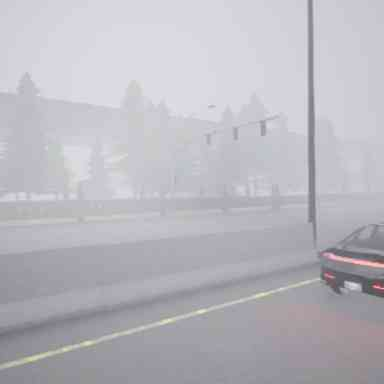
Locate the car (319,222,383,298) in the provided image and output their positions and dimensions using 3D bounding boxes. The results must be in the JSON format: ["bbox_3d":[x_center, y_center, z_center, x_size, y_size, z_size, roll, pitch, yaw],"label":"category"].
[{"bbox_3d":[4.773,1.399,7.176,4.902,1.511,2.128,-1,0,-35],"label":"car"}]
